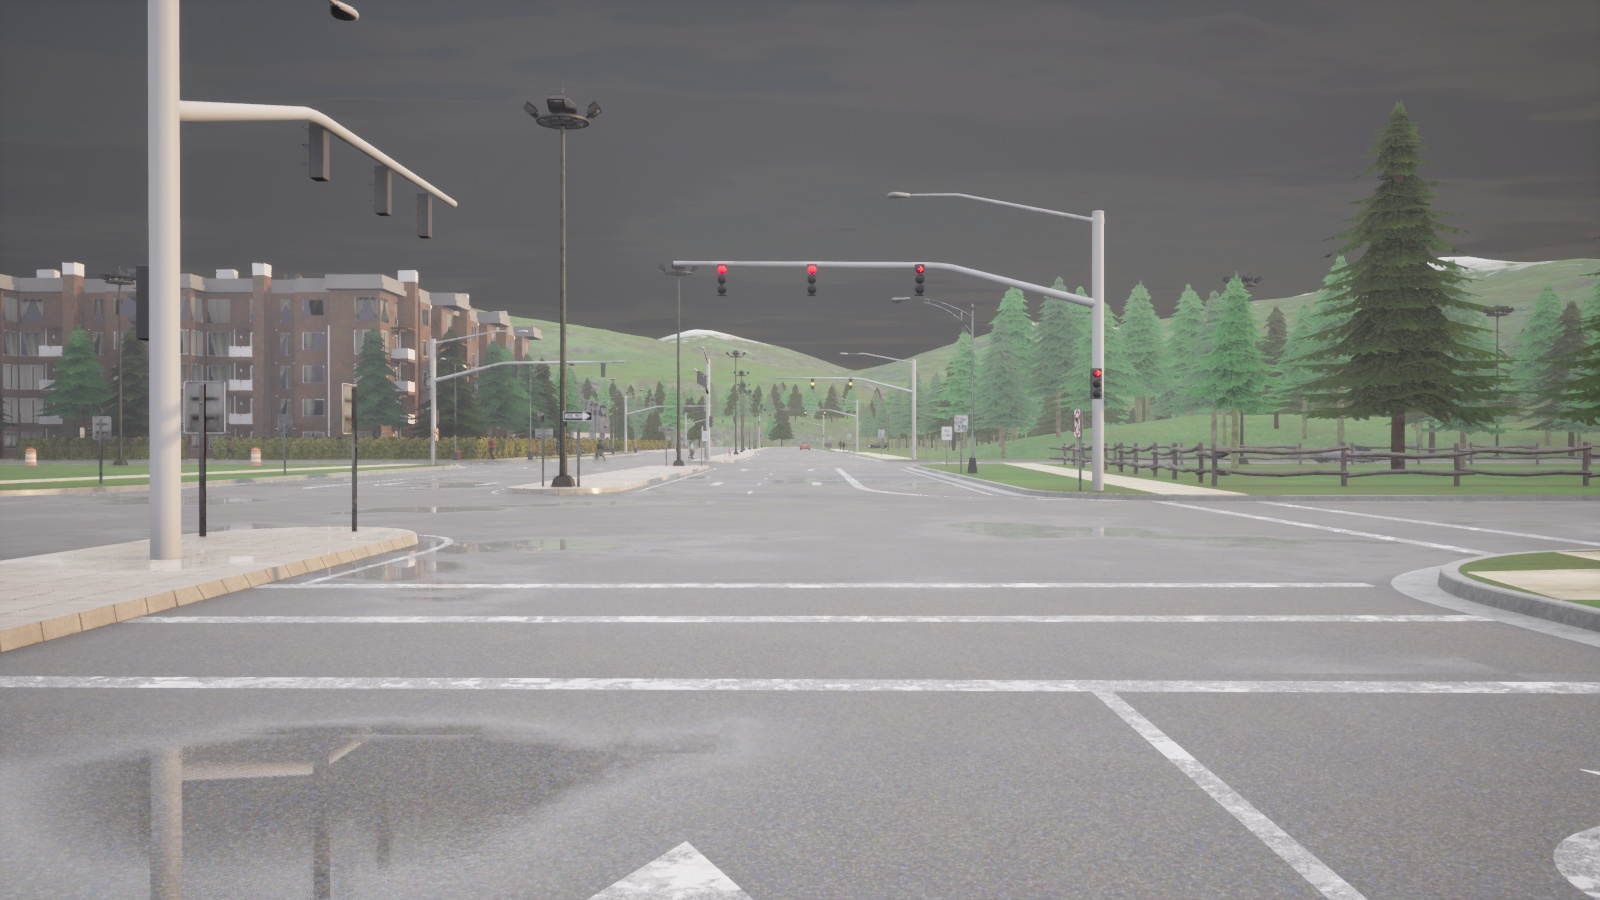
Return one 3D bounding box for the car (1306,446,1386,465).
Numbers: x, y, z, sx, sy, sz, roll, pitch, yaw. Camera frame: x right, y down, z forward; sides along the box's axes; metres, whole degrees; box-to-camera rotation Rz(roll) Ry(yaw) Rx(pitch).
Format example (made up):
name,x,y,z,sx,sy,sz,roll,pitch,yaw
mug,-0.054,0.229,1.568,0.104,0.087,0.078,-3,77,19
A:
name,x,y,z,sx,sy,sz,roll,pitch,yaw
car,37.734,0.386,86.883,4.718,1.301,1.895,0,0,0
